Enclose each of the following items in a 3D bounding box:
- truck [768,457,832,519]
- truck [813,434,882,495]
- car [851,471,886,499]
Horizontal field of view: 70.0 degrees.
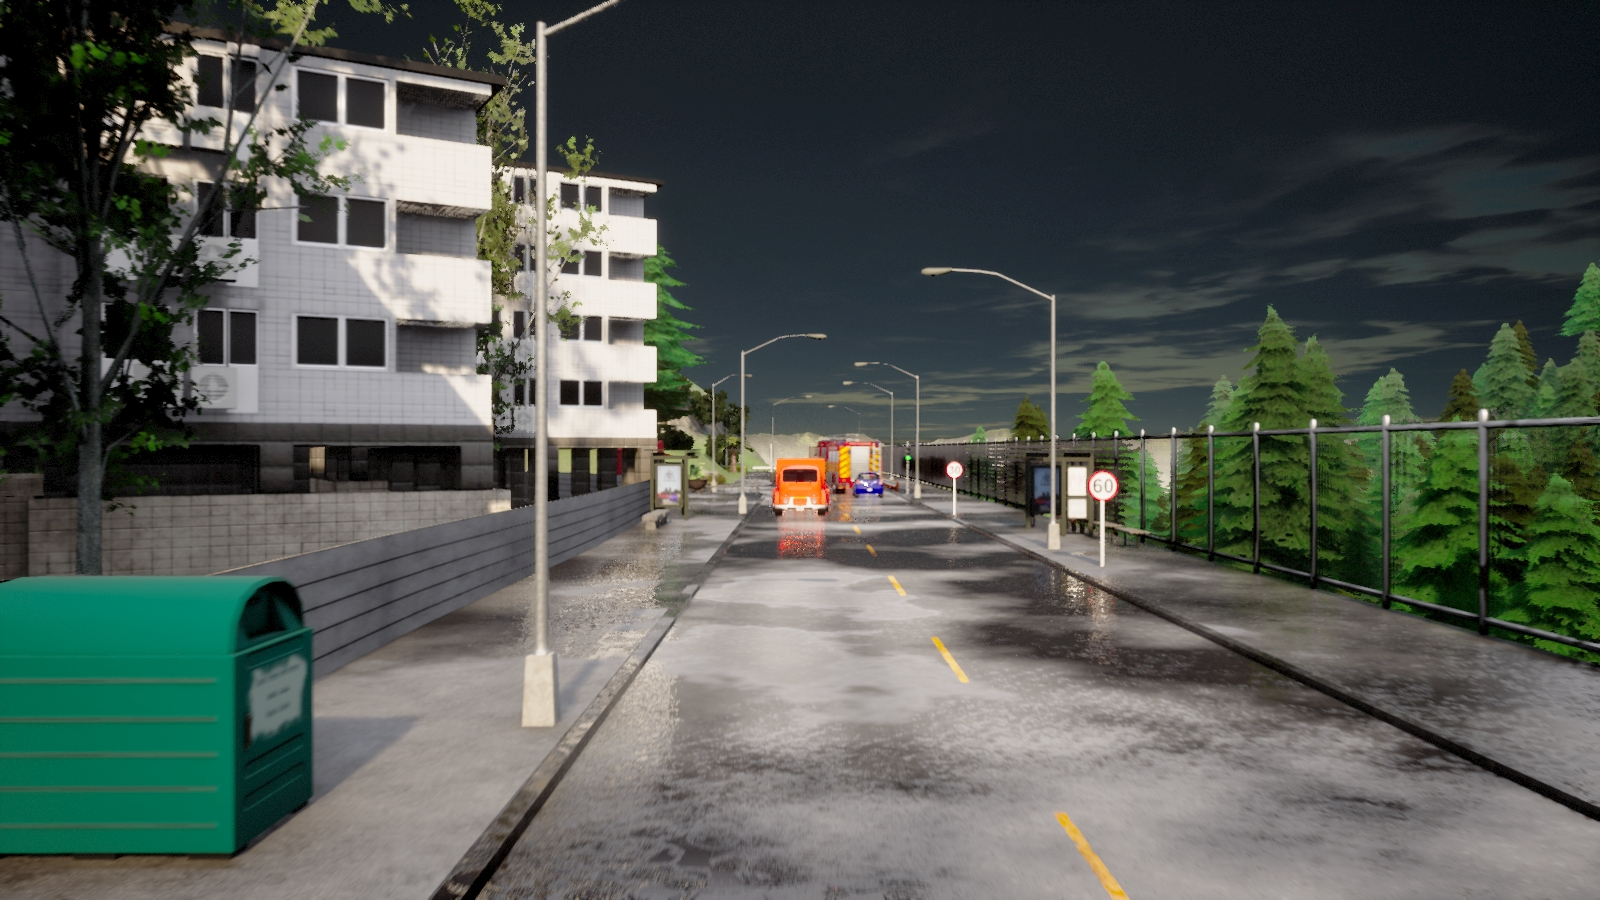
[{"bbox_3d":[0.031,1.568,49.317,2.627,2.467,5.204,0,0,1],"label":"truck"},{"bbox_3d":[3.045,0.891,75.922,2.891,3.827,8.468,0,0,-10],"label":"truck"},{"bbox_3d":[3.999,2.039,67.580,1.845,1.501,3.633,0,0,0],"label":"car"}]
